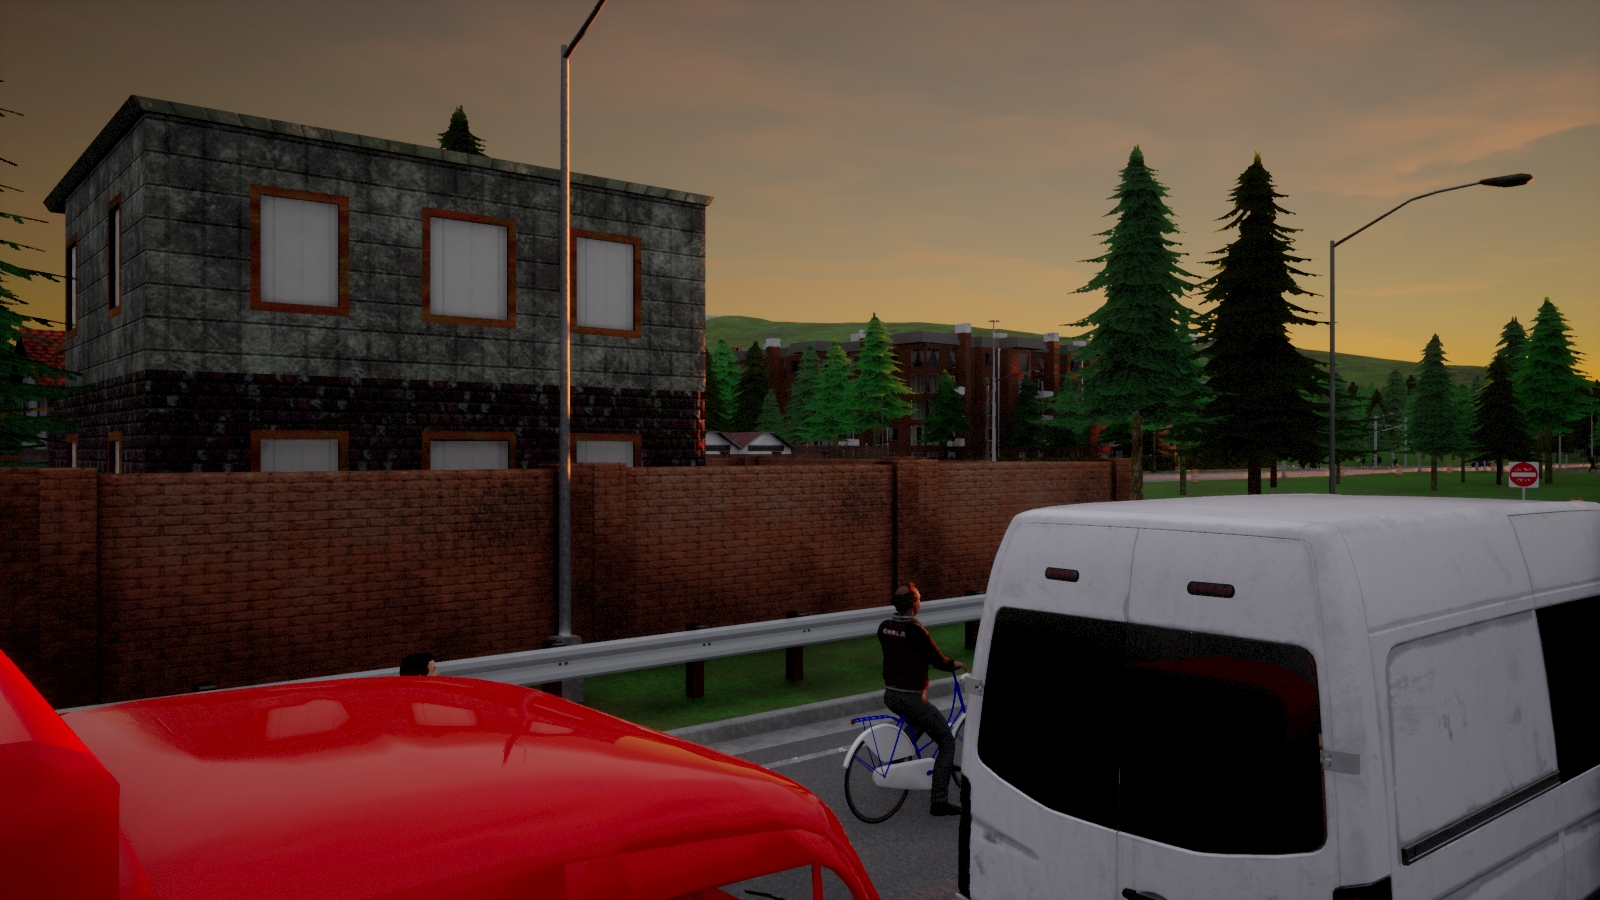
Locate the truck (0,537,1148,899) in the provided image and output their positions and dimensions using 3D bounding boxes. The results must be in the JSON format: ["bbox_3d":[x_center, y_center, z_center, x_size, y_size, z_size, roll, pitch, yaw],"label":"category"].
[{"bbox_3d":[-2.109,1.568,1.686,5.204,2.467,2.627,0,0,-40],"label":"truck"}]

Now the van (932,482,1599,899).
[{"bbox_3d":[3.509,1.534,6.458,5.915,2.561,1.988,0,0,-40],"label":"van"}]

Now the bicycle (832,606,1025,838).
[{"bbox_3d":[1.045,2.060,8.955,1.835,1.471,0.329,0,0,-40],"label":"bicycle"}]
